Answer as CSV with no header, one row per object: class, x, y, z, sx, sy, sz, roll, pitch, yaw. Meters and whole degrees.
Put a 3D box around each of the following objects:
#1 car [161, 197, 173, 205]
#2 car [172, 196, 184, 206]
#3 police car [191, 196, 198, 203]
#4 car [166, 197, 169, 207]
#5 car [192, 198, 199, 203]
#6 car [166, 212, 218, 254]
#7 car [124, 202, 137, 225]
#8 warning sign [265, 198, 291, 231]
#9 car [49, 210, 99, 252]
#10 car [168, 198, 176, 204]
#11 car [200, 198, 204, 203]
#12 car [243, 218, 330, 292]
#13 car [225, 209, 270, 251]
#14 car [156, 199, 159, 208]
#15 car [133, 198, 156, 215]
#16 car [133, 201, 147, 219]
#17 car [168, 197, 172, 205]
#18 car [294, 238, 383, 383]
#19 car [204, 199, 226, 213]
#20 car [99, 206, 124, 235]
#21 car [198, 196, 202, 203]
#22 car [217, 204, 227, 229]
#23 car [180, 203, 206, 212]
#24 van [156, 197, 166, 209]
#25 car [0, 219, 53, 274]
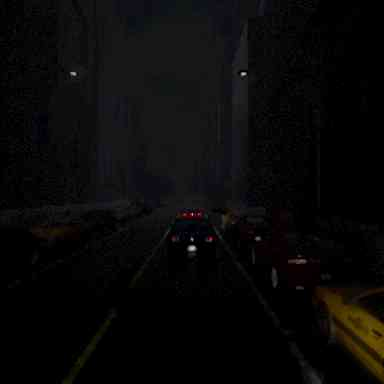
car,-5.721,2.084,76.752,2.192,1.841,5.009,0,-1,0
car,-2.958,1.931,70.984,2.150,2.045,5.566,0,-1,0
police car,0.893,2.281,84.878,1.930,1.638,5.238,0,-1,-1
car,-5.730,2.141,59.828,2.008,1.369,4.403,0,-1,0
car,0.956,2.487,94.775,1.812,1.442,4.674,0,-1,0
car,0.010,1.736,14.112,1.895,1.301,4.718,0,-1,0
car,-5.750,1.773,25.816,1.752,1.417,4.829,0,-1,0
warning sign,5.082,1.305,19.777,1.300,1.860,1.060,0,0,0
car,-5.756,1.664,14.535,1.752,1.417,4.829,0,-1,0
car,-5.710,2.515,93.671,1.947,1.339,4.313,0,-1,0
car,2.792,2.083,54.189,2.008,1.369,4.403,0,-1,0
car,2.766,1.631,9.067,1.887,1.381,4.507,0,-1,0
car,2.769,1.685,14.708,1.887,1.381,4.507,0,-1,0
car,-5.740,1.941,42.737,1.752,1.417,4.829,0,-1,0
car,-5.744,1.676,37.269,2.192,1.841,5.009,0,-1,0
car,-5.747,1.828,31.456,1.752,1.417,4.829,0,-1,0
car,-5.728,1.965,65.471,2.192,1.841,5.009,0,-1,0
car,2.762,1.560,3.598,1.752,1.417,4.829,0,-1,0
car,2.781,1.676,37.271,2.192,1.841,5.009,0,-1,0
car,-5.753,1.761,20.345,1.947,1.339,4.313,0,-1,0
car,2.801,2.150,71.110,1.967,1.590,4.097,0,-1,0
car,2.772,1.722,20.518,1.752,1.417,4.829,0,-1,0
car,0.019,1.881,29.110,1.895,1.301,4.718,0,-1,0
van,-5.734,1.873,54.190,1.690,1.788,3.998,0,-1,0
car,-5.760,1.652,9.064,1.947,1.339,4.313,0,-1,0
